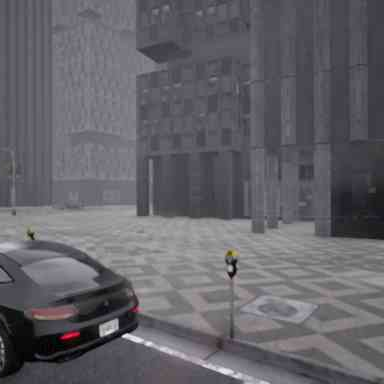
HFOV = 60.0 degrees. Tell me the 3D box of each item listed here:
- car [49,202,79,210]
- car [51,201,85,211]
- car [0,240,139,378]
[{"bbox_3d":[-22.576,2.437,58.823,1.812,1.442,4.674,0,-2,36],"label":"car"},{"bbox_3d":[-20.514,2.379,56.156,1.837,1.490,4.892,0,-2,36],"label":"car"},{"bbox_3d":[-2.916,1.547,5.522,4.674,1.442,1.812,0,0,36],"label":"car"}]
